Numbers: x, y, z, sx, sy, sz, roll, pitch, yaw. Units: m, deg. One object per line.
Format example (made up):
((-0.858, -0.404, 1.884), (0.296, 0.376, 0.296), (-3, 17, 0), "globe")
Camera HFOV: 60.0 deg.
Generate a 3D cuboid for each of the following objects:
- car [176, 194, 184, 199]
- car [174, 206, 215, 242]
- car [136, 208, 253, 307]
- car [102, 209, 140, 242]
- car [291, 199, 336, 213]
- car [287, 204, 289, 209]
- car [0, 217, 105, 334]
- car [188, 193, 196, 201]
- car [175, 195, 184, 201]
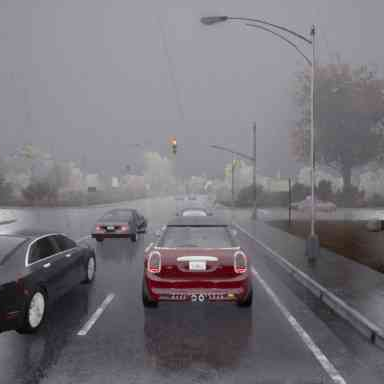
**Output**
((-3.377, 1.402, 95.420), (1.994, 1.385, 4.181), (0, 0, 1), "car")
((0.114, 1.526, 17.193), (1.812, 1.442, 4.674), (0, 0, 0), "car")
((0.106, 1.352, 8.153), (2.097, 1.767, 4.553), (0, 0, 0), "car")
((-3.389, 1.547, 16.398), (2.033, 1.411, 5.357), (0, 0, 0), "car")
((13.539, 1.564, 36.536), (4.181, 1.385, 1.994), (0, 0, 3), "car")
((14.237, 1.547, 40.000), (5.357, 1.411, 2.033), (0, 0, 3), "car")
((-3.393, 1.505, 6.740), (1.837, 1.490, 4.892), (0, 0, 0), "car")
((0.074, 1.517, 85.425), (1.812, 1.442, 4.674), (0, 0, 0), "car")
((-3.426, 1.545, 85.394), (1.994, 1.385, 4.181), (0, 0, 0), "car")
